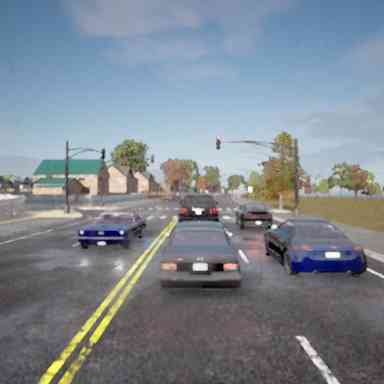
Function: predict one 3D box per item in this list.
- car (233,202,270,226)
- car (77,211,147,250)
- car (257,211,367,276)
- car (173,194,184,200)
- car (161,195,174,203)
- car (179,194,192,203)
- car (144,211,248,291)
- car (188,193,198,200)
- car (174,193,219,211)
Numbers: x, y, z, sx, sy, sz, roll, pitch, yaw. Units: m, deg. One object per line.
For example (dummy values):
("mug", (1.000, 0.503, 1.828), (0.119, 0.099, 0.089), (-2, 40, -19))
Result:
("car", (3.649, 1.372, 20.081), (1.837, 1.490, 4.892), (0, 0, 3))
("car", (-3.162, 1.508, 13.990), (1.895, 1.301, 4.718), (0, 0, 1))
("car", (3.460, 1.494, 10.116), (1.994, 1.385, 4.181), (0, 0, 1))
("car", (-3.096, 1.200, 75.786), (1.895, 1.301, 4.718), (0, 0, 5))
("car", (-4.335, 1.266, 60.422), (1.895, 1.301, 4.718), (0, 0, 5))
("car", (-1.073, 1.138, 60.468), (1.882, 1.535, 5.008), (0, 0, 5))
("car", (0.186, 1.486, 8.971), (2.033, 1.411, 5.357), (0, 0, 1))
("car", (0.162, 1.078, 75.736), (1.882, 1.535, 5.008), (0, 0, 5))
("car", (0.383, 1.096, 19.217), (2.150, 2.045, 5.566), (0, 0, 1))
